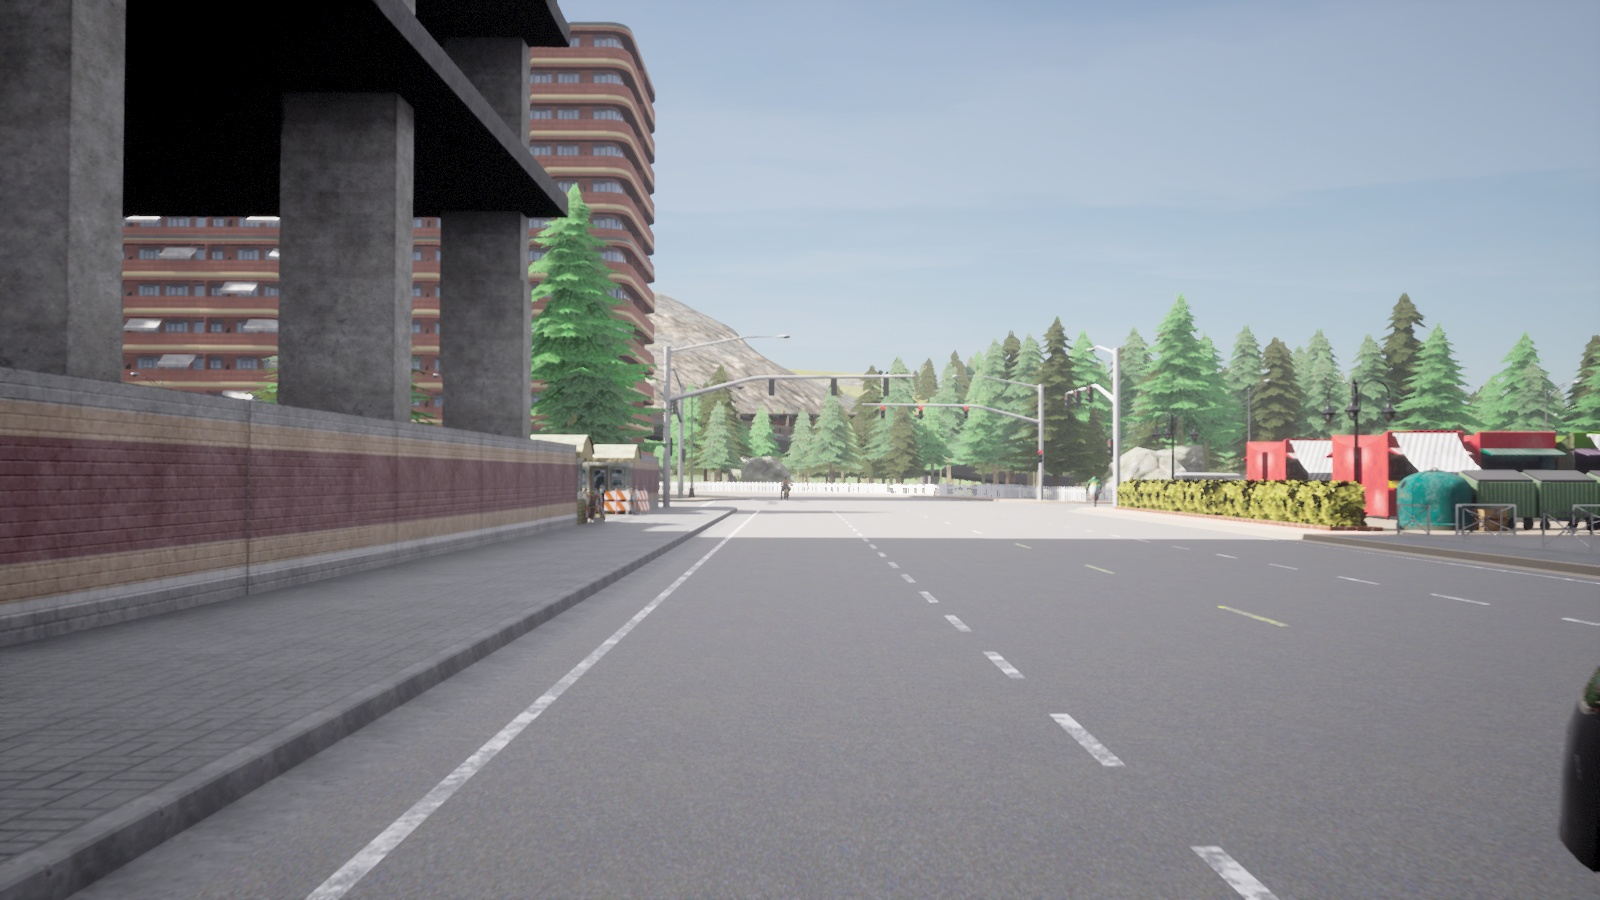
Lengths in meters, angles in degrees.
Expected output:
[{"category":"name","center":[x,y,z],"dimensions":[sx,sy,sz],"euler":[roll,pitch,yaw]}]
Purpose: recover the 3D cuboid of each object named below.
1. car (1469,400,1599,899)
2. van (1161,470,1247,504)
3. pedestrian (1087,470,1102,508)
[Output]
[{"category":"car","center":[3.494,0.632,1.990],"dimensions":[2.152,1.651,5.027],"euler":[0,-1,0]},{"category":"van","center":[23.615,2.146,73.448],"dimensions":[4.442,1.987,1.775],"euler":[0,-1,0]},{"category":"pedestrian","center":[14.995,1.987,63.912],"dimensions":[0.659,1.952,0.873],"euler":[0,-1,7]}]
